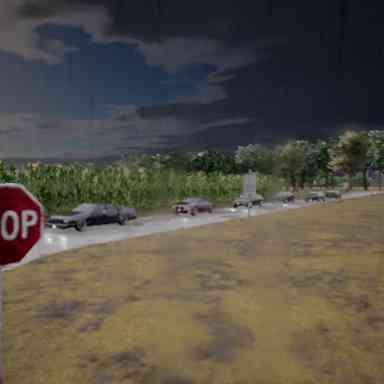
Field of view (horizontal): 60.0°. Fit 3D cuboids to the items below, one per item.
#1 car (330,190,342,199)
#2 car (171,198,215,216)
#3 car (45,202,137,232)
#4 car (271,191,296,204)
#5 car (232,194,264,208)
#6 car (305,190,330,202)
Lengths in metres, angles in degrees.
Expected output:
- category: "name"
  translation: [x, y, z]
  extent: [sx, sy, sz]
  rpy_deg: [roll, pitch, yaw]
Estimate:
- category: "car"
  translation: [23.098, 0.394, 54.470]
  extent: [1.882, 1.535, 5.008]
  rpy_deg: [0, 1, 35]
- category: "car"
  translation: [0.137, 1.147, 27.095]
  extent: [1.994, 1.385, 4.181]
  rpy_deg: [0, 1, 34]
- category: "car"
  translation: [-5.505, 1.315, 19.024]
  extent: [2.033, 1.411, 5.357]
  rpy_deg: [0, 1, 34]
- category: "car"
  translation: [12.103, 0.679, 43.940]
  extent: [1.882, 1.535, 5.008]
  rpy_deg: [0, 1, 36]
- category: "car"
  translation: [6.021, 0.899, 35.393]
  extent: [1.837, 1.490, 4.892]
  rpy_deg: [0, 1, 36]
- category: "car"
  translation: [17.101, 0.616, 45.980]
  extent: [1.837, 1.490, 4.892]
  rpy_deg: [0, 1, 35]
